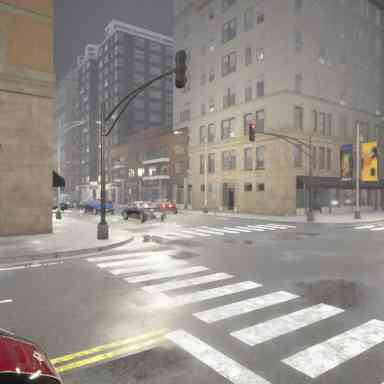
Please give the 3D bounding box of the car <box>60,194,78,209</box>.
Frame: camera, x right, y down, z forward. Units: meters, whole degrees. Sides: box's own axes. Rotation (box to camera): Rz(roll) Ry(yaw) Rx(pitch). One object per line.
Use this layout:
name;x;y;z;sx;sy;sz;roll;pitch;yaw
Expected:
car;-15.174;1.312;41.637;2.097;1.767;4.553;0;0;-35

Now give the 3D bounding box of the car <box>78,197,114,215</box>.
car;-9.467;1.441;33.507;1.882;1.535;5.008;0;0;-35

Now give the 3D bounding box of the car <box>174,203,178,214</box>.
car;-3.228;1.425;34.181;1.967;1.590;4.097;0;0;-35

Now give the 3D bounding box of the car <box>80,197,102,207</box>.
car;-15.889;1.504;52.153;1.752;1.417;4.829;0;0;-35

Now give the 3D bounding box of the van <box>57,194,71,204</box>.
van;-25.213;1.328;65.390;1.690;1.788;3.998;0;0;-35

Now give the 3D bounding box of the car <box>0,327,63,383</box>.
car;-2.864;1.352;1.426;4.553;1.767;2.097;0;0;-36

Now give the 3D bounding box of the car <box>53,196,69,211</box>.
car;-16.072;1.517;38.479;1.947;1.339;4.313;0;0;-35

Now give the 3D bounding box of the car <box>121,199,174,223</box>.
car;-3.772;1.464;25.426;2.128;1.511;4.902;0;0;-35

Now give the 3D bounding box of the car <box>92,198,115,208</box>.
car;-12.651;1.560;47.556;1.802;1.307;4.206;0;0;-35

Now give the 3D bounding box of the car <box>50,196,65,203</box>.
car;-28.354;1.556;69.848;1.947;1.339;4.313;0;0;-35
